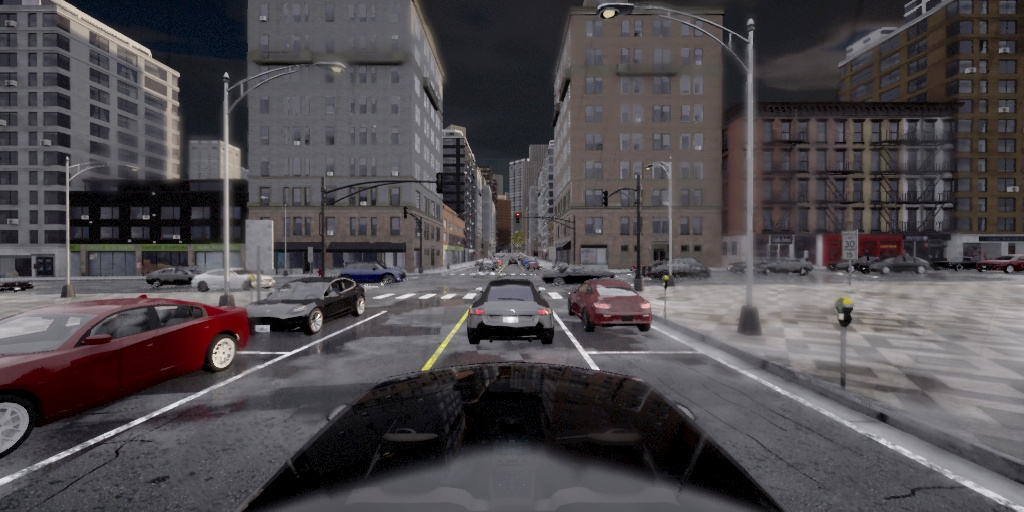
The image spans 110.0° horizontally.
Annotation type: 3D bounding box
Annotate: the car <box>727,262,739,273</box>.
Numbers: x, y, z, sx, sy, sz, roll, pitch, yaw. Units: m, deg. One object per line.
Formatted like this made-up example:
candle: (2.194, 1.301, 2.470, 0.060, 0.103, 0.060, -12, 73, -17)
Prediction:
car: (22.521, 0.869, 33.132, 4.902, 1.511, 2.128, -1, 0, 0)

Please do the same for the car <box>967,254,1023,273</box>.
car: (41.879, 0.608, 29.881, 5.008, 1.535, 1.882, -1, 0, 0)

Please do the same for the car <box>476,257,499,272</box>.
car: (-3.073, 1.208, 45.563, 1.812, 1.442, 4.674, 0, 0, 2)

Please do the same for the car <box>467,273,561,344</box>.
car: (-0.035, 1.312, 9.562, 1.994, 1.385, 4.181, 0, 0, 0)

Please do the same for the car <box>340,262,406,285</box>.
car: (-10.188, 1.211, 26.366, 4.553, 1.767, 2.097, -1, 1, 0)

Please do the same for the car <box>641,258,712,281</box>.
car: (12.155, 1.084, 26.415, 4.674, 1.442, 1.812, -1, 0, 0)

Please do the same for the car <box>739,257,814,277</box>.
car: (22.286, 0.889, 29.881, 4.902, 1.511, 2.128, -1, 0, 0)

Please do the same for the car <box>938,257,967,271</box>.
car: (41.788, 0.716, 33.133, 4.718, 1.301, 1.895, -1, 0, 0)

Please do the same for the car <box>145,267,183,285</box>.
car: (-23.918, 1.547, 26.350, 4.902, 1.511, 2.128, -1, 0, 0)

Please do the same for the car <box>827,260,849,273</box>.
car: (31.992, 0.752, 33.144, 4.892, 1.490, 1.837, -1, 0, 0)

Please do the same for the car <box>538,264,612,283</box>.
car: (4.264, 1.291, 23.151, 4.718, 1.301, 1.895, -1, 0, 0)

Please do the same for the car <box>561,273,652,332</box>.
car: (2.719, 1.330, 10.560, 1.802, 1.307, 4.207, 0, 0, 0)

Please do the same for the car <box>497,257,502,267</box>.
car: (-3.039, 1.201, 55.213, 2.033, 1.411, 5.357, 0, 0, 0)

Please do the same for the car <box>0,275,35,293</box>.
car: (-34.454, 1.749, 23.083, 5.357, 1.411, 2.033, -1, 0, 0)

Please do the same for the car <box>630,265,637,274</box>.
car: (13.480, 1.106, 33.117, 4.718, 1.301, 1.895, -1, 0, 0)

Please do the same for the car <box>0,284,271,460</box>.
car: (-5.776, 1.295, 4.872, 1.888, 1.381, 4.507, 0, 0, 0)

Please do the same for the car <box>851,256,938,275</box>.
car: (31.751, 0.772, 29.892, 4.892, 1.490, 1.837, -1, 0, 0)

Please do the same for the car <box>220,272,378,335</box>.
car: (-5.806, 1.314, 10.516, 1.948, 1.339, 4.313, 0, 0, 0)

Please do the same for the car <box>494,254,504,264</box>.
car: (-2.970, 0.970, 65.122, 2.097, 1.767, 4.553, 0, 0, 1)

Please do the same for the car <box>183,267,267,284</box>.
car: (-17.897, 1.520, 23.111, 4.674, 1.442, 1.812, -1, 0, 0)

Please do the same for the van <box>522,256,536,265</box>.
van: (2.811, 1.000, 53.324, 1.690, 1.789, 3.998, 0, 0, 0)

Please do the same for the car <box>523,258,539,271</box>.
car: (2.793, 1.258, 47.772, 1.802, 1.307, 4.207, 0, 0, 0)
